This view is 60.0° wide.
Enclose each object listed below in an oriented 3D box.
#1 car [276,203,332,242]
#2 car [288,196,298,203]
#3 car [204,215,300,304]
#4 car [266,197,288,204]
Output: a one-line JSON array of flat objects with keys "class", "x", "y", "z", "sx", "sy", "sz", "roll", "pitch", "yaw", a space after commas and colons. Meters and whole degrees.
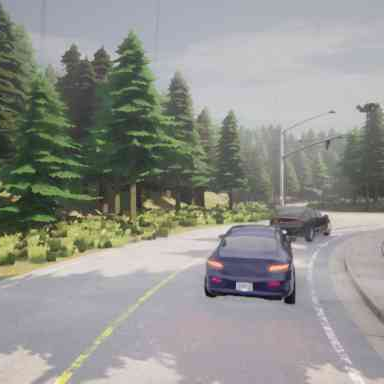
[{"class": "car", "x": 5.467, "y": 1.502, "z": 16.535, "sx": 1.837, "sy": 1.490, "sz": 4.892, "roll": 0, "pitch": 0, "yaw": 37}, {"class": "car", "x": 17.691, "y": 1.542, "z": 60.499, "sx": 1.812, "sy": 1.442, "sz": 4.674, "roll": 0, "pitch": 0, "yaw": 43}, {"class": "car", "x": 1.541, "y": 1.524, "z": 8.166, "sx": 1.812, "sy": 1.442, "sz": 4.674, "roll": 0, "pitch": 0, "yaw": 15}, {"class": "car", "x": 11.038, "y": 1.520, "z": 44.297, "sx": 1.837, "sy": 1.490, "sz": 4.892, "roll": 0, "pitch": 1, "yaw": 5}]
